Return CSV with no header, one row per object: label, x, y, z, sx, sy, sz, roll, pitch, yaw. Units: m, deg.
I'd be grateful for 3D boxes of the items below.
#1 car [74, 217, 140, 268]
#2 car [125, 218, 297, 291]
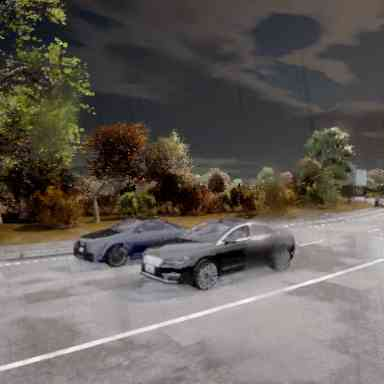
car,-1.853,1.605,11.545,4.181,1.385,1.994,0,0,-38
car,0.931,1.527,9.265,4.902,1.511,2.128,0,0,-39
